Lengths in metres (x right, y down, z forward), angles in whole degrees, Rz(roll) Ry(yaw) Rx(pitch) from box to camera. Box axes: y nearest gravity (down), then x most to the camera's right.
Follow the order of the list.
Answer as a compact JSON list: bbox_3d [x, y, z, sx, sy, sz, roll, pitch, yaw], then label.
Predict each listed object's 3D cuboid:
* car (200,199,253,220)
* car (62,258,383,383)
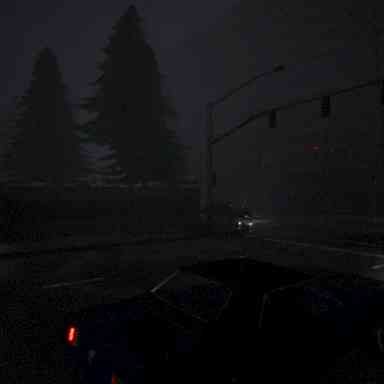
[{"bbox_3d":[2.887,1.603,29.275,2.033,1.411,5.357,0,0,-35],"label":"car"},{"bbox_3d":[0.932,1.601,4.444,4.718,1.301,1.895,0,0,-35],"label":"car"}]
